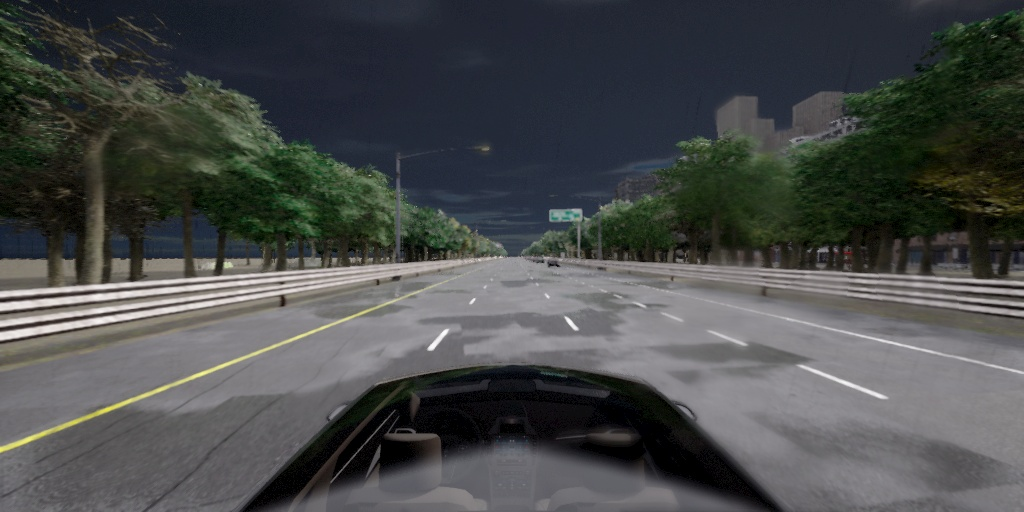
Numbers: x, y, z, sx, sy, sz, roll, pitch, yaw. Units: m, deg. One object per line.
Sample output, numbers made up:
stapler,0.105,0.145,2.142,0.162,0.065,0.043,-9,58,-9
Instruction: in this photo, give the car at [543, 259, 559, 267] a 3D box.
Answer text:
car,7.190,1.260,63.991,1.837,1.490,4.892,0,0,0
